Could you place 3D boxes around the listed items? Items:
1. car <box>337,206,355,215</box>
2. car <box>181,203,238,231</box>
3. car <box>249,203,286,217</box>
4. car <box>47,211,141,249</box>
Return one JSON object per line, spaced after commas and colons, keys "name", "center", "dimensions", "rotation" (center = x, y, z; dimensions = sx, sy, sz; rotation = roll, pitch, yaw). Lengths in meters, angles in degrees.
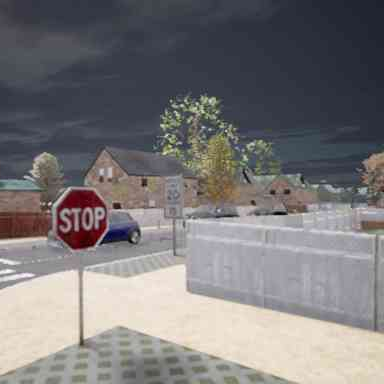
{"name": "car", "center": [23.432, 2.835, 50.683], "dimensions": [1.882, 1.535, 5.008], "rotation": [-2, -2, 35]}
{"name": "car", "center": [1.516, 1.886, 25.027], "dimensions": [2.150, 2.045, 5.566], "rotation": [-2, -2, 35]}
{"name": "car", "center": [7.777, 2.130, 33.796], "dimensions": [2.150, 2.045, 5.566], "rotation": [-2, -2, 36]}
{"name": "car", "center": [-4.704, 1.777, 16.384], "dimensions": [2.097, 1.767, 4.553], "rotation": [-2, -2, 37]}
